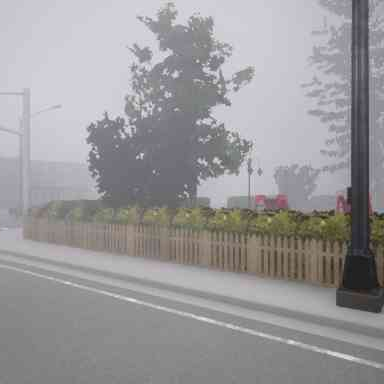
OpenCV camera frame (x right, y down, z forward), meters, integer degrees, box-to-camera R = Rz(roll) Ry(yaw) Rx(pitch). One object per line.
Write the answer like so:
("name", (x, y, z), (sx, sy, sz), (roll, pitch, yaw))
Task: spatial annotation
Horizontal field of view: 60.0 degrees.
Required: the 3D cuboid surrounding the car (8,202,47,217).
("car", (-14.046, 1.601, 30.322), (1.895, 1.301, 4.718), (0, 0, 35))
